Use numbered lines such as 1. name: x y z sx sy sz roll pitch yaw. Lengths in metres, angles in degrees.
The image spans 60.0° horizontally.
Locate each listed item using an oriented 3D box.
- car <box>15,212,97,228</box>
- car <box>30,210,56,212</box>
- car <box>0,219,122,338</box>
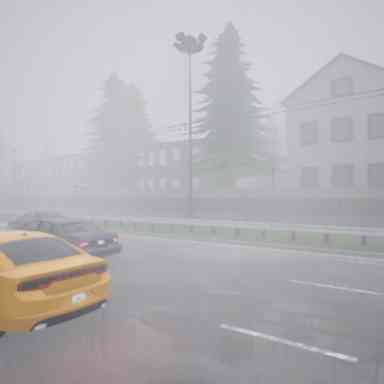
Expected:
1. car: -4.860 1.629 11.758 5.357 1.411 2.033 -1 0 36
2. car: -8.502 1.699 18.654 4.181 1.385 1.994 -1 0 35
3. car: -3.797 1.530 6.690 5.008 1.535 1.882 0 0 36
